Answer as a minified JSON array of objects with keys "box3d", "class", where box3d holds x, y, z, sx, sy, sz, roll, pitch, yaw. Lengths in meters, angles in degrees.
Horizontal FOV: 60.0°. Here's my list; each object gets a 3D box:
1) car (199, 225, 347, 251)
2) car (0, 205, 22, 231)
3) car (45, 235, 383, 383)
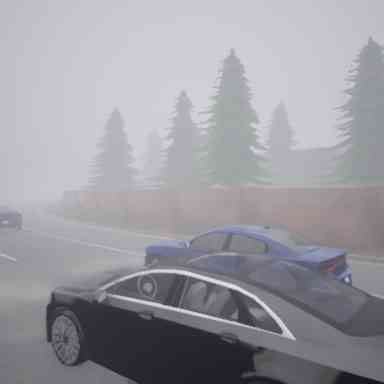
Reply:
[{"box3d":[0.987,1.519,7.834,5.008,1.535,1.882,0,0,38],"class":"car"},{"box3d":[-11.965,1.541,20.456,1.882,1.535,5.008,0,0,-40],"class":"car"},{"box3d":[0.084,1.513,4.120,4.902,1.511,2.128,0,0,37],"class":"car"}]
